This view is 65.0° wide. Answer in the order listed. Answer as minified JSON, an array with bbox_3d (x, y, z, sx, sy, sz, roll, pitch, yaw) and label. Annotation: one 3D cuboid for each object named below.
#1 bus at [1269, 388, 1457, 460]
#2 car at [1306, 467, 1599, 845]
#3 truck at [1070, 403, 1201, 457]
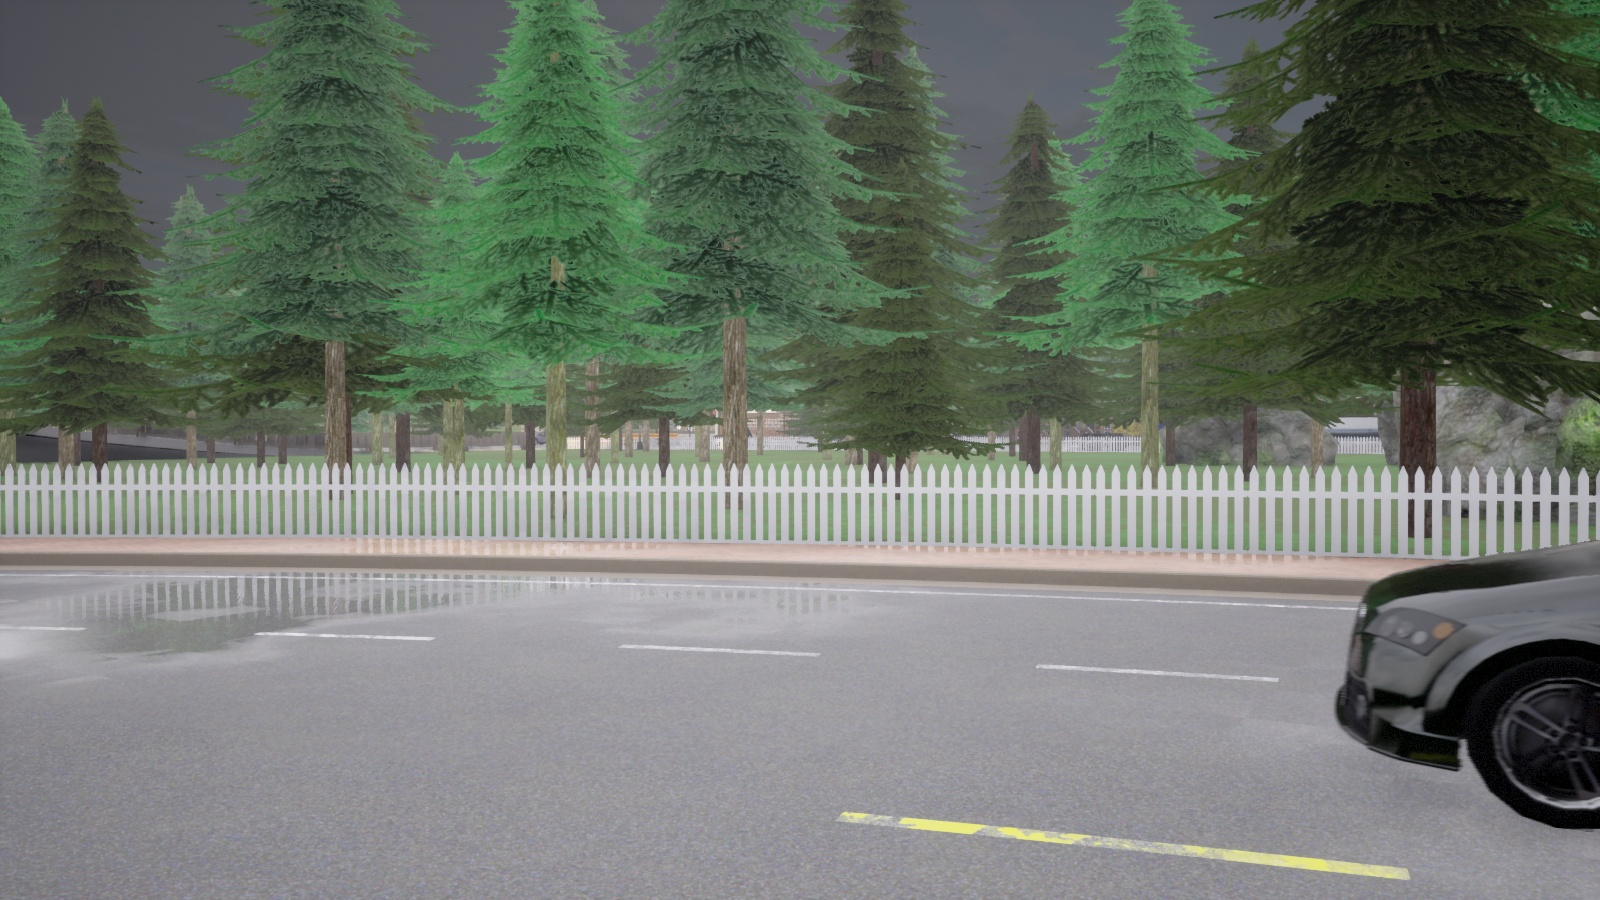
[{"bbox_3d":[35.381,-1.628,79.101,10.273,4.253,3.944,1,1,33],"label":"bus"},{"bbox_3d":[4.435,0.822,5.297,4.181,1.385,1.994,1,1,24],"label":"car"},{"bbox_3d":[22.241,-1.352,83.439,7.936,3.462,2.891,1,1,33],"label":"truck"}]
